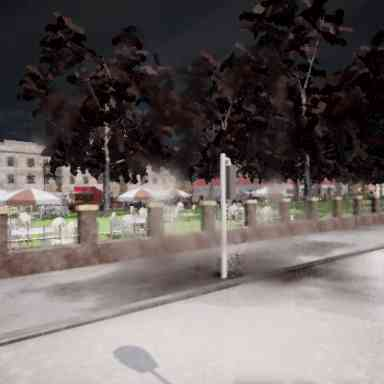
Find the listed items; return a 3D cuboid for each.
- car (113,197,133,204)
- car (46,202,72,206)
[{"bbox_3d":[-11.562,1.594,52.725,4.553,1.767,2.097,-1,0,-38],"label":"car"},{"bbox_3d":[-19.249,1.668,46.775,4.553,1.767,2.097,-1,0,-38],"label":"car"}]
